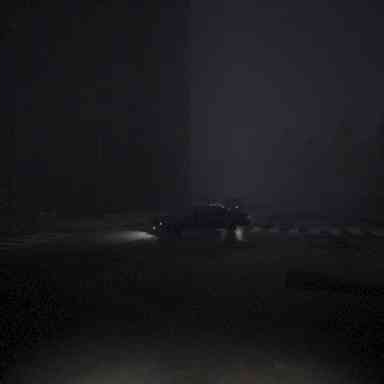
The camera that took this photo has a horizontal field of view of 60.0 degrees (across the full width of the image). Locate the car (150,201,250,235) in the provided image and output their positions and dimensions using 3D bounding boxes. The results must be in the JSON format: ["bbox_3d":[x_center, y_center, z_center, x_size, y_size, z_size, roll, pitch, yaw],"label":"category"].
[{"bbox_3d":[0.505,1.418,17.863,5.357,1.411,2.033,0,0,-24],"label":"car"}]

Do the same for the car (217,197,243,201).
[{"bbox_3d":[4.075,1.282,32.694,1.837,1.490,4.892,0,1,16],"label":"car"}]

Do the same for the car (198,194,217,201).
[{"bbox_3d":[2.740,1.152,56.143,1.837,1.490,4.892,0,0,-30],"label":"car"}]
